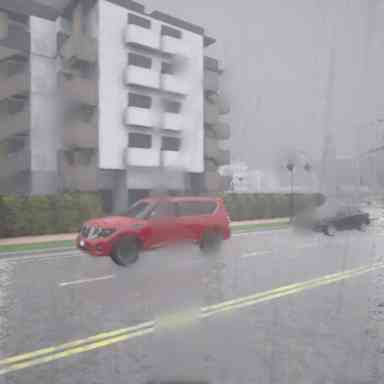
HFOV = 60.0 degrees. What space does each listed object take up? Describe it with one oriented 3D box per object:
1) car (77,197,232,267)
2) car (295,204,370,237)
[{"bbox_3d":[-1.106,1.205,11.786,5.566,2.045,2.150,0,0,-35],"label":"car"},{"bbox_3d":[7.632,1.428,17.980,5.008,1.535,1.882,0,0,-35],"label":"car"}]
